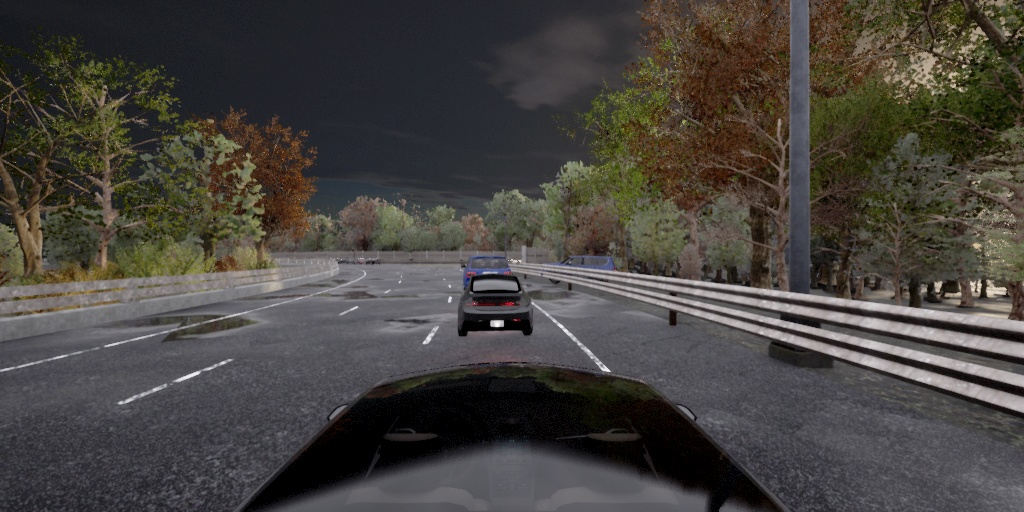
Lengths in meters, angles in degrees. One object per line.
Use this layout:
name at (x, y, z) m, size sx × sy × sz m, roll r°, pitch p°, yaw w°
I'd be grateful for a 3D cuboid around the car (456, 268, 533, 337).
car at (-0.547, 1.252, 10.366) m, size 1.837 × 1.490 × 4.892 m, roll 0°, pitch 0°, yaw -5°

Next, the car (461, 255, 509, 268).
car at (-1.319, 0.967, 17.850) m, size 2.150 × 2.045 × 5.566 m, roll 0°, pitch 0°, yaw -8°

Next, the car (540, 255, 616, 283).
car at (4.823, 0.965, 26.171) m, size 5.566 × 2.045 × 2.150 m, roll 3°, pitch 1°, yaw -1°
